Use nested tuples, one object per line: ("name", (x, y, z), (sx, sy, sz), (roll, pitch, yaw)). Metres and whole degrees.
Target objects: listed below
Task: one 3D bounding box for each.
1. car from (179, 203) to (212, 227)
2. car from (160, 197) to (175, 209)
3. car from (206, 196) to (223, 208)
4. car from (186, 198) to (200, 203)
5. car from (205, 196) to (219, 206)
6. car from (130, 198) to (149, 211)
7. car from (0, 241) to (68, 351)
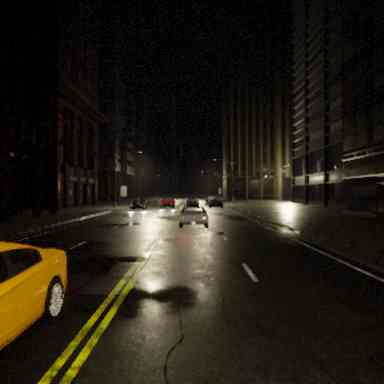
("car", (0.104, 1.633, 22.805), (1.895, 1.301, 4.718), (0, 0, 0))
("car", (-3.323, 1.485, 45.999), (1.882, 1.535, 5.008), (0, 0, 0))
("car", (3.346, 1.570, 46.990), (1.994, 1.385, 4.181), (0, 0, 1))
("car", (0.103, 1.553, 47.137), (2.033, 1.411, 5.357), (0, 0, 0))
("car", (3.262, 1.472, 56.008), (2.128, 1.511, 4.902), (0, 0, 0))
("car", (-6.583, 1.523, 41.839), (1.837, 1.490, 4.892), (0, 0, 0))
("car", (-3.350, 1.487, 4.490), (1.882, 1.535, 5.008), (0, 0, 0))
